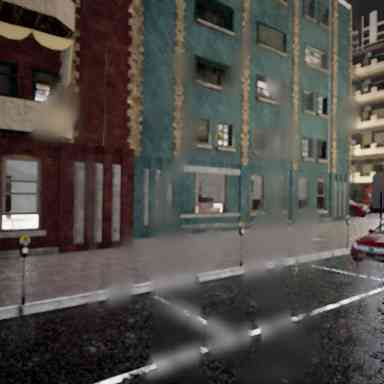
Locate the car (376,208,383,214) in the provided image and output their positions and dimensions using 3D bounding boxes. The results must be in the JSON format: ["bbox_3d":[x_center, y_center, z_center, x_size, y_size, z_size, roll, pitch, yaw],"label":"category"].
[{"bbox_3d":[20.169,1.772,35.604,1.947,1.339,4.313,1,-1,-36],"label":"car"}]

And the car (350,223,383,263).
[{"bbox_3d":[7.017,1.644,11.100,4.206,1.307,1.802,0,1,-35],"label":"car"}]

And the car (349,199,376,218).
[{"bbox_3d":[13.794,1.384,30.981,2.192,1.841,5.009,1,-1,-36],"label":"car"}]
